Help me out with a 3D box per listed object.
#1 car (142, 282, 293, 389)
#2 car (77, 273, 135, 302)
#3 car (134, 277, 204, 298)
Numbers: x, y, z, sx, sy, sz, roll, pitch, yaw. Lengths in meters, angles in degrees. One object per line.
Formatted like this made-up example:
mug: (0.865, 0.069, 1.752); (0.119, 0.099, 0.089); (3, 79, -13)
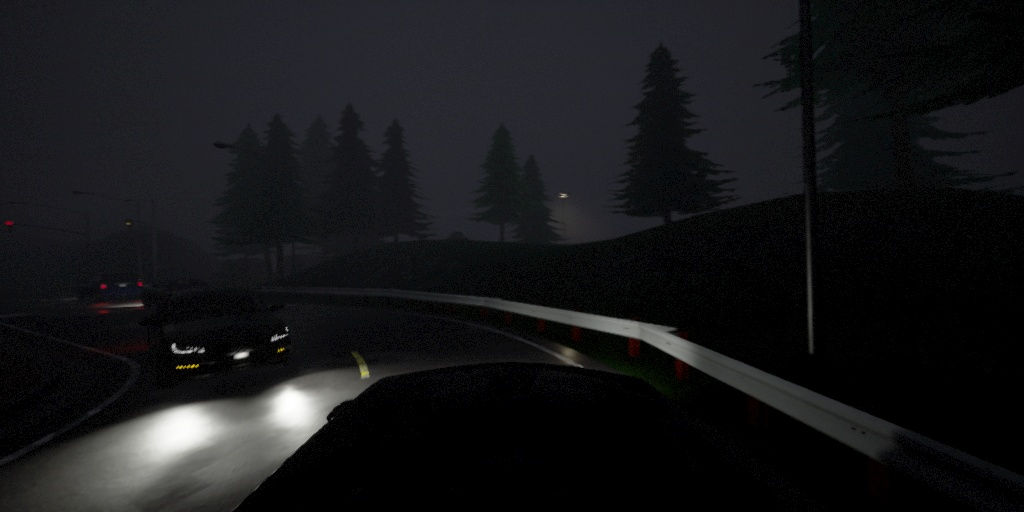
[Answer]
car: (-6.256, 1.446, 7.541); (4.892, 1.490, 1.837); (-2, 0, 42)
car: (-25.757, 1.878, 22.993); (4.553, 1.767, 2.097); (-2, 0, 28)
car: (-16.909, 1.825, 18.299); (4.181, 1.385, 1.994); (-2, 0, 28)
